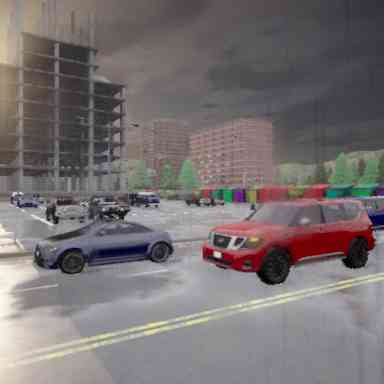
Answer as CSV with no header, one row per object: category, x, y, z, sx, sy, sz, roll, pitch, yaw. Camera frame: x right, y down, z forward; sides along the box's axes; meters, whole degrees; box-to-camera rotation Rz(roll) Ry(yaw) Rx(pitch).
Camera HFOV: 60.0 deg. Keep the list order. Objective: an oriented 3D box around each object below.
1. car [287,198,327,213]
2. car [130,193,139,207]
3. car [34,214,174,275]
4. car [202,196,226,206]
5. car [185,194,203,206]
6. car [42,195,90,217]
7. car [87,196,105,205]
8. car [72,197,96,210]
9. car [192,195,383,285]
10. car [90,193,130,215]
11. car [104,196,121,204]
car,12.628,1.440,36.761,1.970,1.475,3.806,0,0,-32
car,-11.814,1.183,59.925,1.932,1.855,4.605,0,0,-32
car,-2.665,1.568,10.492,4.181,1.385,1.994,0,0,-31
car,3.361,1.407,51.568,1.784,1.438,3.905,0,0,-32
car,0.871,1.192,50.088,1.932,1.855,4.605,0,0,-32
car,-8.944,1.159,23.328,1.932,1.855,4.605,0,0,-32
car,-16.520,1.417,56.929,1.970,1.475,3.806,0,0,-32
car,-13.416,1.409,41.064,1.970,1.475,3.806,0,0,-32
car,3.019,1.232,9.834,5.566,2.045,2.150,0,0,-31
car,-6.460,1.166,24.814,1.905,1.878,3.866,0,0,-32
car,-14.064,1.389,58.461,1.784,1.438,3.905,0,0,-32
